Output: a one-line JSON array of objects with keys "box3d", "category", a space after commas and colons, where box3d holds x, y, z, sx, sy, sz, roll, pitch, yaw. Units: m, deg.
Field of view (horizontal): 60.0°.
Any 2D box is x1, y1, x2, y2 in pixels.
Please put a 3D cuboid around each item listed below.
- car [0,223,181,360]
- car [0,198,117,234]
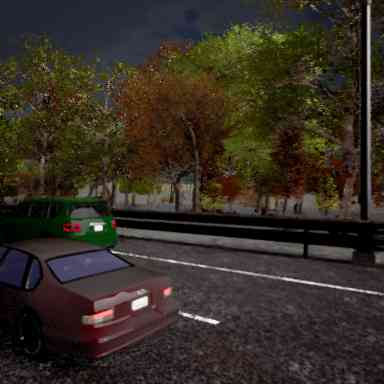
[{"box3d": [-2.745, 1.547, 5.954, 5.357, 1.411, 2.033, 0, 0, 36], "category": "car"}, {"box3d": [-5.095, 1.220, 11.939, 5.566, 2.045, 2.150, 0, 0, 36], "category": "car"}]
